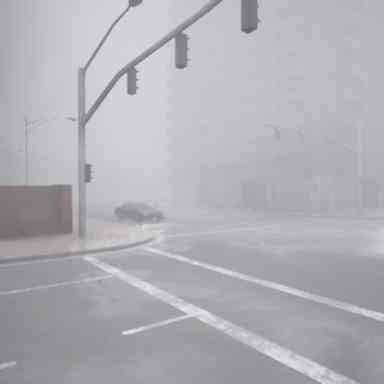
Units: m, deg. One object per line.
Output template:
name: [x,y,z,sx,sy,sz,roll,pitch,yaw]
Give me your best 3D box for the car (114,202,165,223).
car: [-4.117,1.494,25.135,2.033,1.411,5.357,0,0,-36]
